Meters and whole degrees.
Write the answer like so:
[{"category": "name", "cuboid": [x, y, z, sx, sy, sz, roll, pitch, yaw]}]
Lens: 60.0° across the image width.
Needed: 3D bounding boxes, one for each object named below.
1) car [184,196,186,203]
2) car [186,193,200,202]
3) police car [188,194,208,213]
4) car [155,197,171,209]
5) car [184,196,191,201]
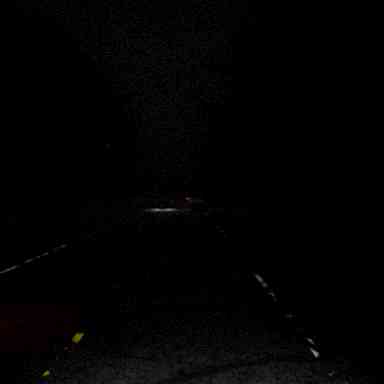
[{"category": "car", "cuboid": [-0.849, 1.606, 70.996, 2.128, 1.511, 4.902, 0, -1, -1]}, {"category": "car", "cuboid": [0.534, 1.271, 53.612, 2.150, 2.045, 5.566, -1, 0, -1]}, {"category": "police car", "cuboid": [0.806, 1.413, 37.667, 1.930, 1.638, 5.238, 0, 0, -1]}, {"category": "car", "cuboid": [-3.946, 1.523, 45.691, 1.837, 1.490, 4.892, 0, 0, -1]}, {"category": "car", "cuboid": [-1.316, 1.735, 88.499, 1.812, 1.442, 4.674, 0, -1, -2]}]
